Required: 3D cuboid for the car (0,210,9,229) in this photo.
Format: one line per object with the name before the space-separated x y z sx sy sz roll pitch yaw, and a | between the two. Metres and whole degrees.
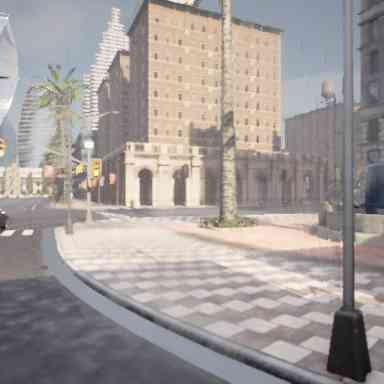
car | -11.864 1.553 18.908 1.882 1.535 5.008 0 0 -18
